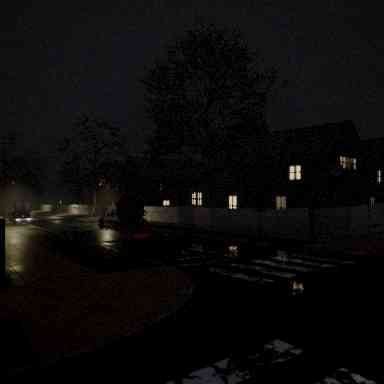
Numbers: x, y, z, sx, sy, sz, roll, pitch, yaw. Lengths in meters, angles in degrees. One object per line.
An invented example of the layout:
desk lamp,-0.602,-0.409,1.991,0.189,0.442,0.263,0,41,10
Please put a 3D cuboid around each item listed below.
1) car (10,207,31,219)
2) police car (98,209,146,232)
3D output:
car,-22.836,2.728,44.170,2.033,1.411,5.357,1,-2,-36
police car,-5.347,2.062,24.557,2.038,1.542,4.974,1,-2,-36
